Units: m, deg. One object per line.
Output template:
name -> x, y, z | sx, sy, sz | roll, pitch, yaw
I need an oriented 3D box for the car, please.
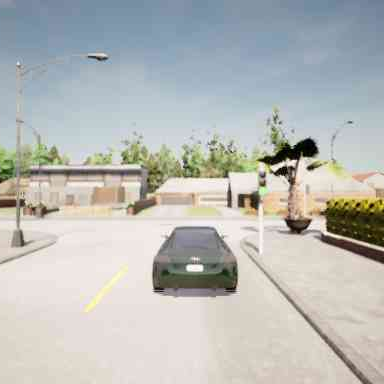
car -> 0.074, 1.606, 9.097 | 1.994, 1.385, 4.181 | 0, 0, 0
